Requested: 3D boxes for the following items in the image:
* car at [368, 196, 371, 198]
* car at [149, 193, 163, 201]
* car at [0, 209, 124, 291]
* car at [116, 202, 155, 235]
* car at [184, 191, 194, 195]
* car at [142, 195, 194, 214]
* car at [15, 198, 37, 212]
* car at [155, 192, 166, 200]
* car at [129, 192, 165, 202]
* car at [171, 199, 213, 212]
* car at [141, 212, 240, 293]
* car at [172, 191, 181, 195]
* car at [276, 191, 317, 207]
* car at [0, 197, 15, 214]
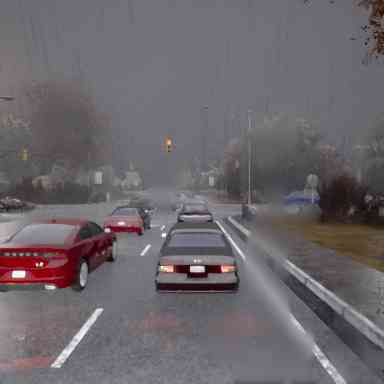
[{"bbox_3d":[24.086,1.216,43.767,5.357,1.411,2.033,0,1,-3],"label":"car"},{"bbox_3d":[-7.021,0.962,65.409,2.128,1.511,4.902,0,1,0],"label":"car"},{"bbox_3d":[-3.393,1.445,8.993,1.882,1.535,5.008,0,0,0],"label":"car"},{"bbox_3d":[-3.390,1.458,17.980,1.994,1.385,4.181,0,1,0],"label":"car"},{"bbox_3d":[-0.449,0.714,86.177,2.128,1.511,4.902,0,1,-4],"label":"car"},{"bbox_3d":[-1.950,1.267,31.590,4.902,1.511,2.128,0,1,-3],"label":"car"},{"bbox_3d":[-18.451,1.278,34.167,4.674,1.442,1.812,0,0,-3],"label":"car"},{"bbox_3d":[-7.086,0.871,75.797,2.128,1.511,4.902,0,1,-1],"label":"car"},{"bbox_3d":[-5.722,1.179,41.827,2.128,1.511,4.902,1,1,35],"label":"car"},{"bbox_3d":[0.138,1.380,18.611,2.128,1.511,4.902,0,0,-1],"label":"car"},{"bbox_3d":[0.104,1.515,8.919,2.033,1.411,5.357,0,0,0],"label":"car"},{"bbox_3d":[-3.950,0.786,86.094,1.895,1.301,4.718,0,1,-4],"label":"car"},{"bbox_3d":[13.785,0.895,43.189,5.566,2.045,2.150,0,1,-4],"label":"car"},{"bbox_3d":[-19.179,1.139,30.261,4.553,1.767,2.097,0,1,2],"label":"car"}]
